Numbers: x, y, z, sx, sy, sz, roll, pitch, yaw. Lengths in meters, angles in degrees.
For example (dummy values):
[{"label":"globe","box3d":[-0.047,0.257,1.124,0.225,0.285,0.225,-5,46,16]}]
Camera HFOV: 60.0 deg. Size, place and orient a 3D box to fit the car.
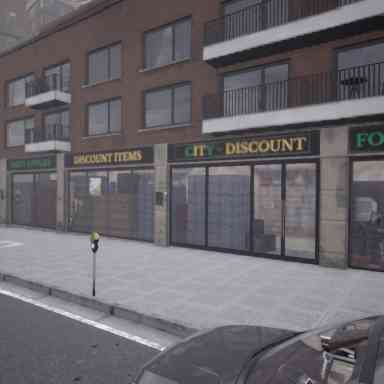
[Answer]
[{"label":"car","box3d":[1.463,1.551,2.029,4.403,1.369,2.008,0,1,35]}]
